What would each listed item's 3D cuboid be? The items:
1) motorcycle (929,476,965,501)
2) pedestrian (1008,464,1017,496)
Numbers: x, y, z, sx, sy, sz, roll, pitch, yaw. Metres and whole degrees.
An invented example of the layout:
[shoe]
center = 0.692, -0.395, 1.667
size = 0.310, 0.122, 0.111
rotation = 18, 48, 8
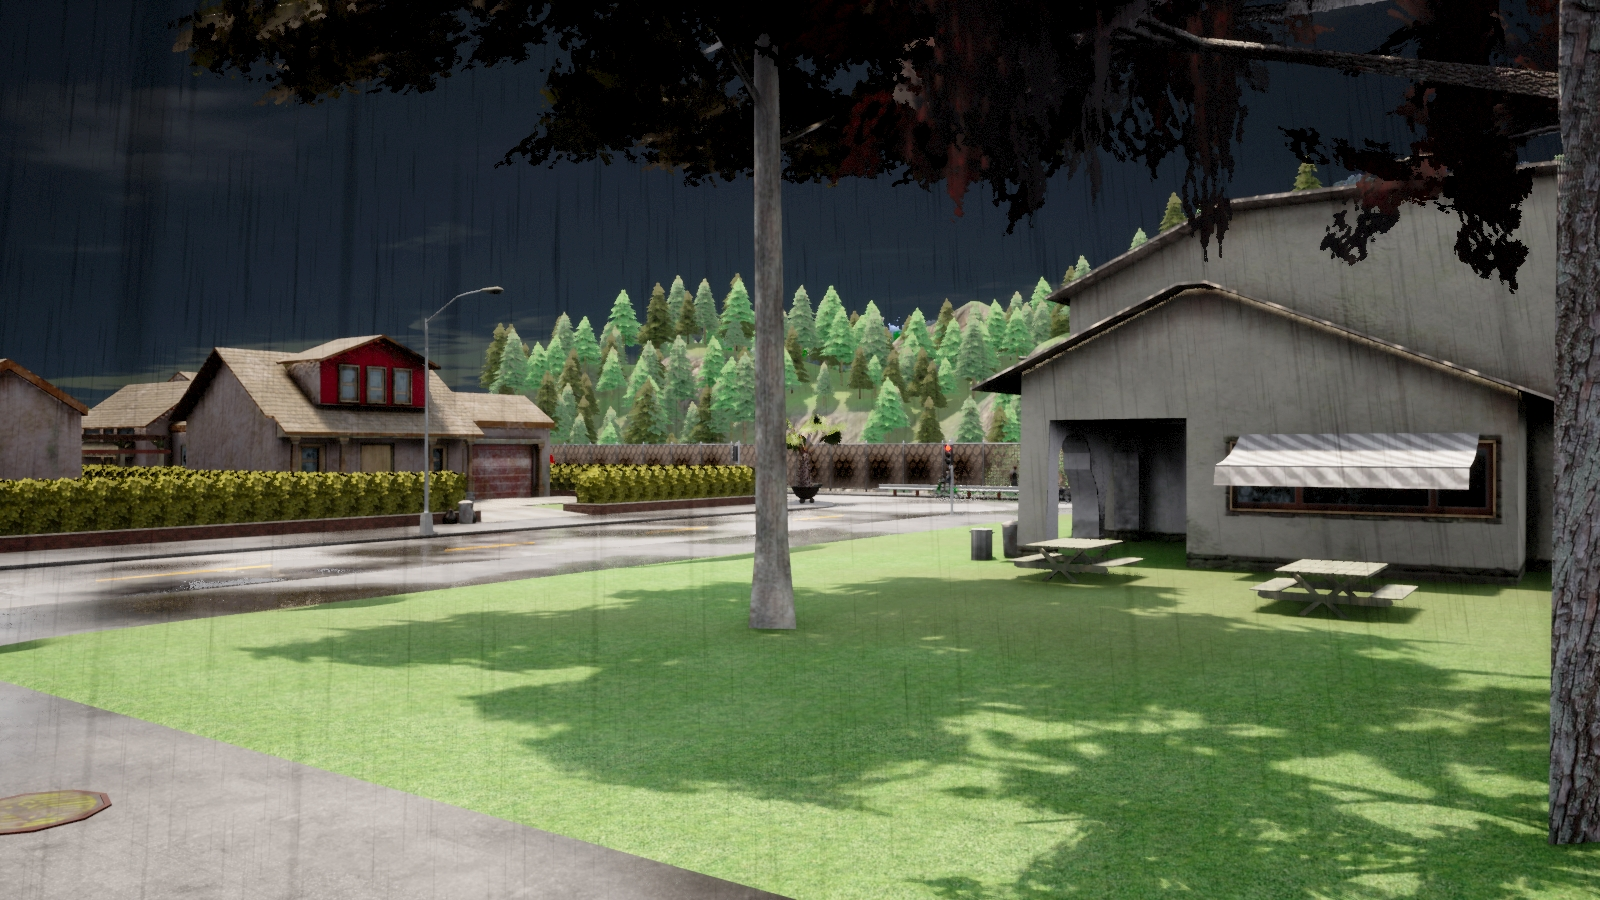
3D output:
[motorcycle]
center = 8.211, 2.142, 63.904
size = 1.805, 1.316, 0.856
rotation = 0, 0, 35
[pedestrian]
center = 12.450, 1.745, 66.983
size = 0.375, 1.860, 0.375
rotation = 0, 0, 36
